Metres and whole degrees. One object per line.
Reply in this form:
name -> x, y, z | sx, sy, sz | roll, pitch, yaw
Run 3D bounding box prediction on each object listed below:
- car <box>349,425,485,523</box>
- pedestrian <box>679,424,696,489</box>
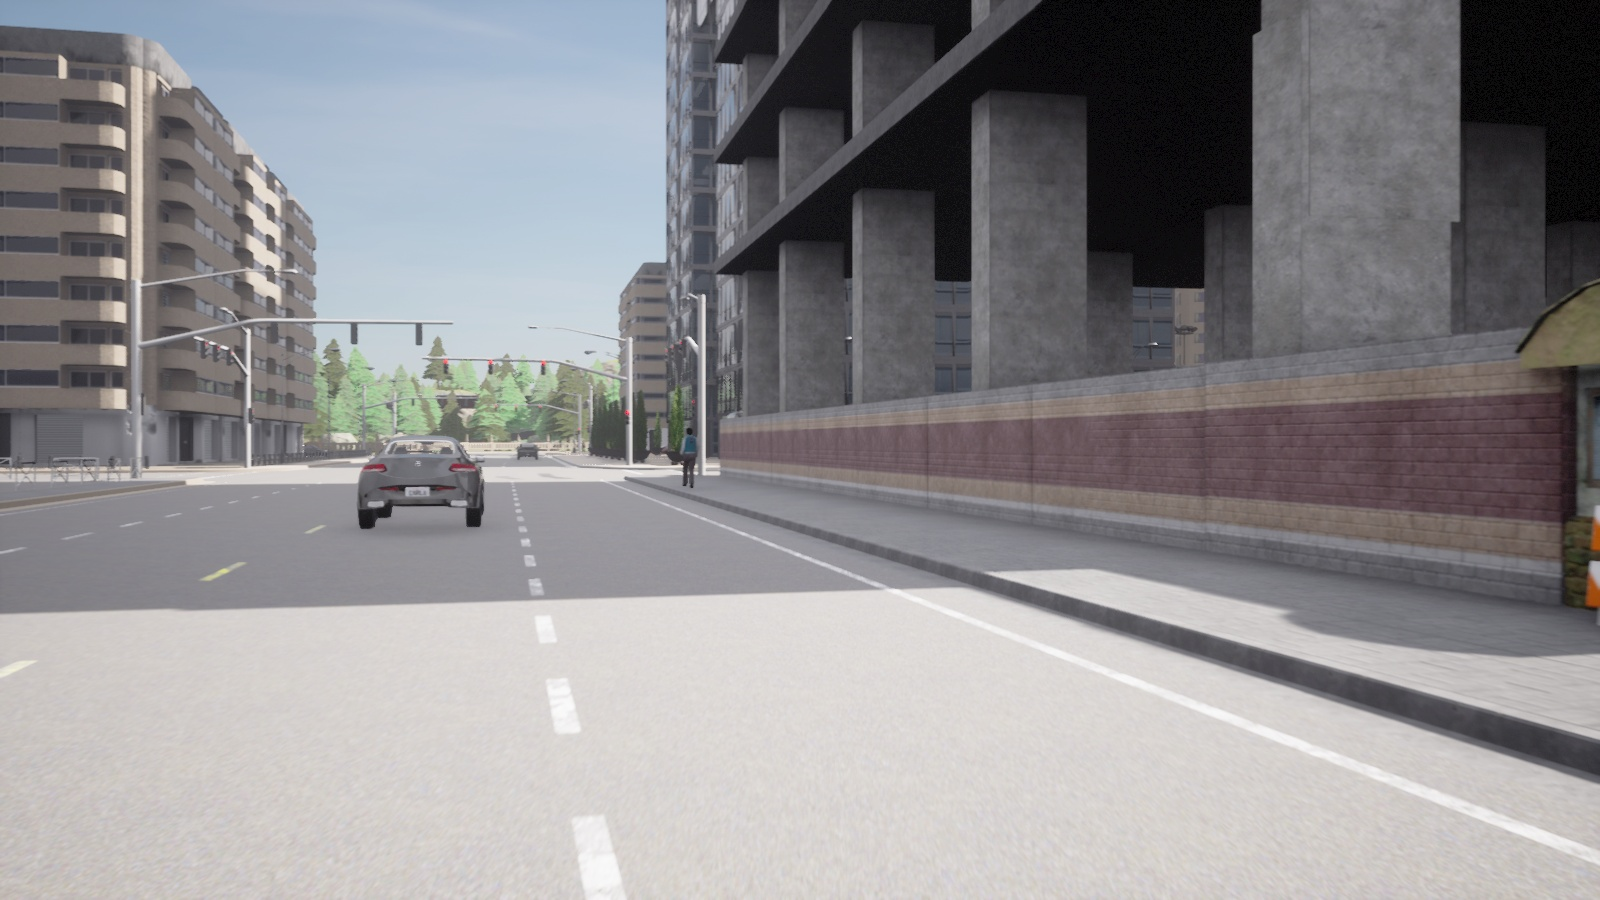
car -> -7.121, 0.386, 23.841 | 2.152, 1.651, 5.027 | 0, 0, -13
pedestrian -> -3.342, 0.189, 37.225 | 0.396, 1.930, 0.692 | 0, 0, -15
